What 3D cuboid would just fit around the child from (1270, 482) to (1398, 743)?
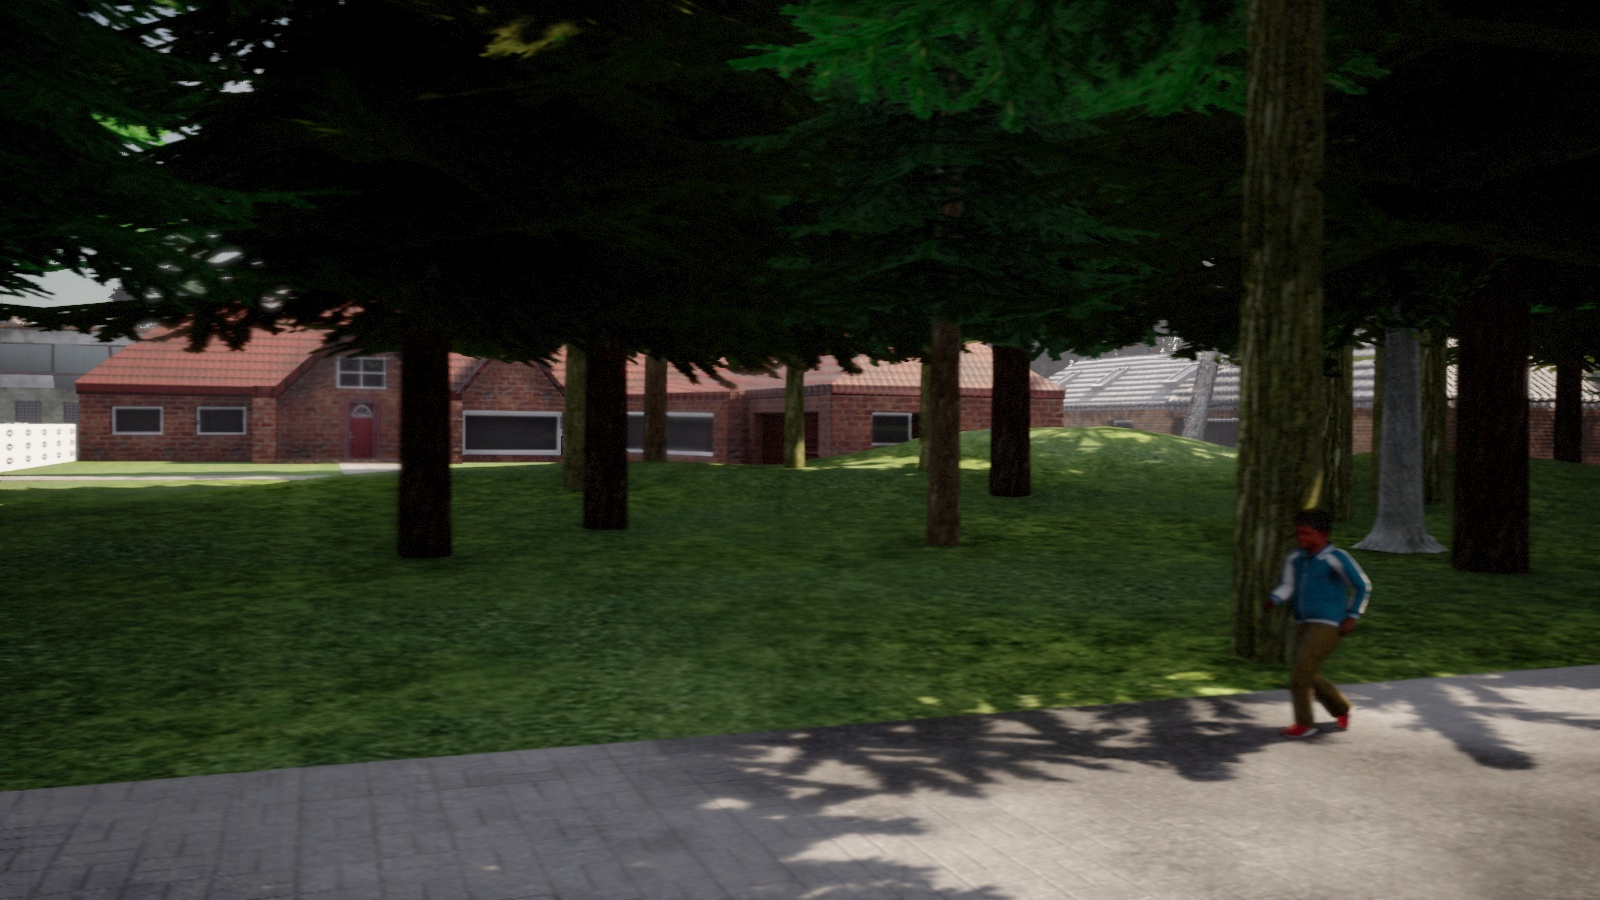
[{"bbox_3d":[2.576,0.761,6.068,0.448,1.192,0.343,-1,1,-20],"label":"child"}]
